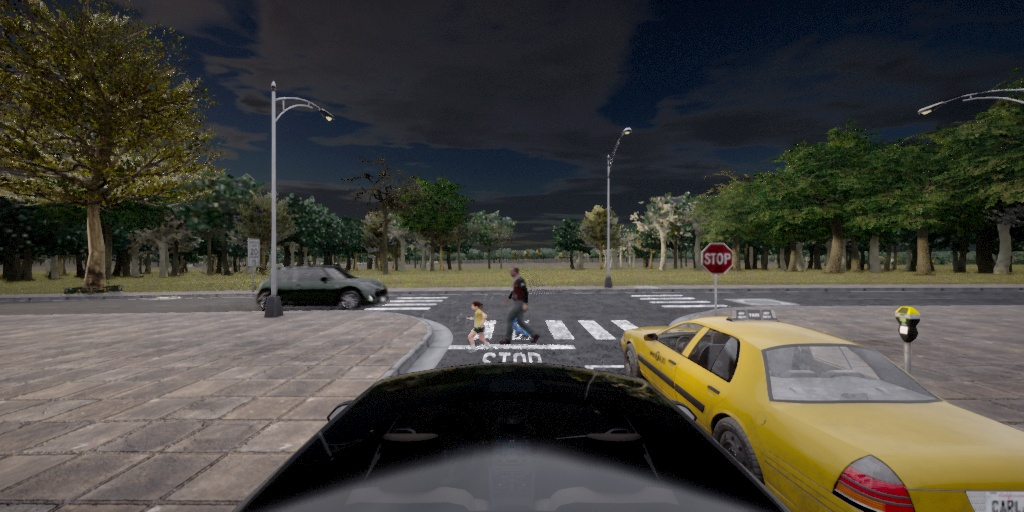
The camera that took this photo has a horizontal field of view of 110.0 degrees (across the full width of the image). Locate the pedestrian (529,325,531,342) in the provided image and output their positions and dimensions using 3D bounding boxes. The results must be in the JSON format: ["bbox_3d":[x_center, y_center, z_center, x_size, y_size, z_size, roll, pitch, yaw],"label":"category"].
[{"bbox_3d":[0.208,1.324,8.659,0.375,1.300,0.375,0,0,0],"label":"pedestrian"}]

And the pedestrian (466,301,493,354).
[{"bbox_3d":[-0.652,1.424,7.314,0.500,1.100,0.500,0,0,0],"label":"pedestrian"}]

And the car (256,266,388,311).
[{"bbox_3d":[-7.371,1.166,14.224,4.553,1.767,2.097,-1,0,0],"label":"car"}]

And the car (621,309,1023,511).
[{"bbox_3d":[2.638,1.275,4.198,1.751,1.417,4.829,0,0,0],"label":"car"}]

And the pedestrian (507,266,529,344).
[{"bbox_3d":[0.129,1.044,8.061,0.375,1.860,0.375,0,0,0],"label":"pedestrian"}]
